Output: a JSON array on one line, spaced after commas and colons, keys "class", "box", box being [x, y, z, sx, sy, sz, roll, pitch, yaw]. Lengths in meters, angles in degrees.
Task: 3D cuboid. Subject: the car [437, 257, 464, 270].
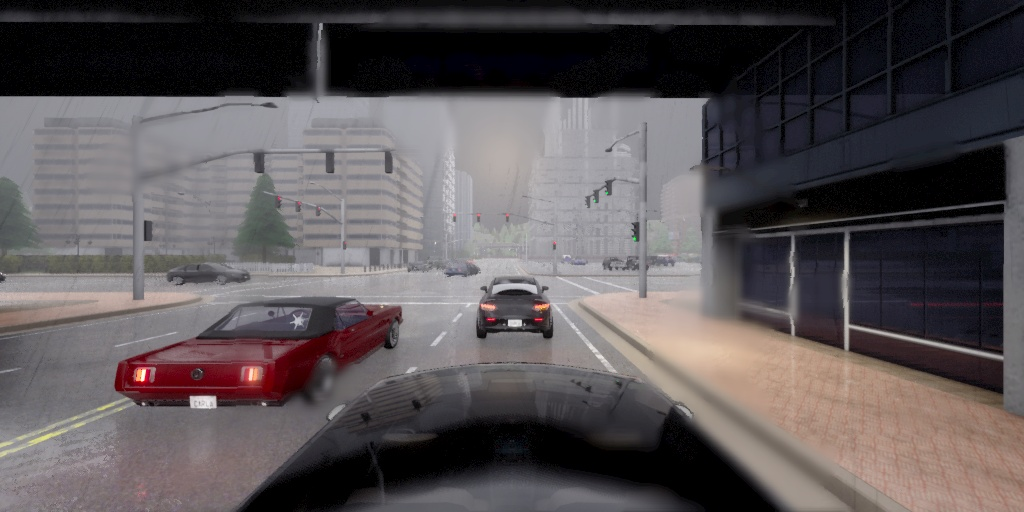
[{"class": "car", "box": [-8.107, 1.241, 47.406, 2.128, 1.511, 4.902, 0, 0, 0]}]

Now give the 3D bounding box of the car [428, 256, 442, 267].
[{"class": "car", "box": [-11.656, 0.971, 53.968, 2.150, 2.045, 5.566, 0, 0, -1]}]

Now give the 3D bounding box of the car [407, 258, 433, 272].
[{"class": "car", "box": [-11.582, 1.314, 44.610, 1.994, 1.385, 4.181, 0, 0, 0]}]

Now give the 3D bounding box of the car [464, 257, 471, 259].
[{"class": "car", "box": [-8.173, 1.102, 56.317, 2.097, 1.767, 4.553, 0, 0, 0]}]

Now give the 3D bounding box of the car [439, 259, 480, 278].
[{"class": "car", "box": [-4.679, 1.297, 34.345, 2.033, 1.411, 5.357, 0, 0, 13]}]

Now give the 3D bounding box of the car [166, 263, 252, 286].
[{"class": "car", "box": [-20.516, 1.254, 24.401, 4.892, 1.490, 1.837, 0, 0, -2]}]

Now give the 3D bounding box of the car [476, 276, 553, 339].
[{"class": "car", "box": [0.071, 1.276, 10.004, 1.812, 1.442, 4.674, 0, 0, 0]}]

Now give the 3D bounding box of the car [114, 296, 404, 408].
[{"class": "car", "box": [-3.440, 1.351, 6.237, 1.895, 1.301, 4.718, 0, 0, 0]}]

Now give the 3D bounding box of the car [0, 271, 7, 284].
[{"class": "car", "box": [-37.473, 1.243, 24.224, 4.902, 1.511, 2.128, 0, 0, 0]}]
